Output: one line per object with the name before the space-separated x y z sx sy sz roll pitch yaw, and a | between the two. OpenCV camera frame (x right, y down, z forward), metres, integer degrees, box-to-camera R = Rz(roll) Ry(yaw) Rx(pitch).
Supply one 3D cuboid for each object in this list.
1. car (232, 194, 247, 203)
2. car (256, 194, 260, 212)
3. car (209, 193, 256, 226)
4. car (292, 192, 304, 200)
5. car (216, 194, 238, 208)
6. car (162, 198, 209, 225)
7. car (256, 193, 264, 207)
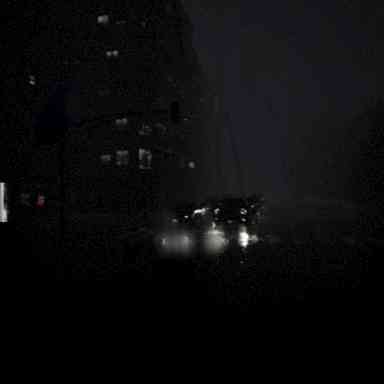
car | 7.880 0.990 55.153 1.994 1.385 4.181 -1 0 15
car | 4.919 1.195 30.270 1.812 1.442 4.674 -1 0 14
car | 2.730 1.125 21.554 2.097 1.767 4.553 -1 0 14
car | 19.218 0.697 60.264 1.882 1.535 5.008 -1 0 14
car | 4.476 1.073 41.863 2.128 1.511 4.902 -1 0 14
car | -0.380 1.359 22.513 2.033 1.411 5.357 -1 0 14
car | 7.389 1.057 40.128 1.837 1.490 4.892 -1 1 14
